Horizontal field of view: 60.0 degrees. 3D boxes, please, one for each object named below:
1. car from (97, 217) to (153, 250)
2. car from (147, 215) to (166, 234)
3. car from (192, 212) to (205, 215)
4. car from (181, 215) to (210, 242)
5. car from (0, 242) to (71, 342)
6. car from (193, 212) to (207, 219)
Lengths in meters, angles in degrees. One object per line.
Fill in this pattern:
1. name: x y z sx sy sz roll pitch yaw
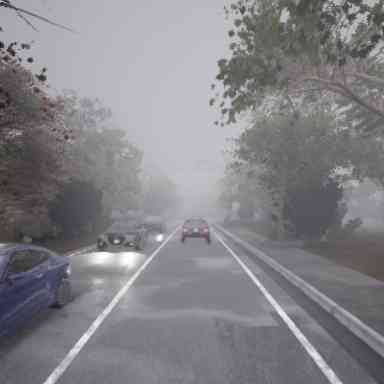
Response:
1. car: -3.473 2.200 17.334 1.994 1.385 4.181 0 -3 1
2. car: -3.380 2.815 29.633 1.882 1.535 5.008 0 -3 1
3. car: 0.655 3.868 47.618 2.128 1.511 4.902 0 -3 2
4. car: 0.232 2.468 22.166 2.033 1.411 5.357 0 -3 0
5. car: -3.567 1.642 5.630 1.812 1.442 4.674 0 -2 0
6. car: 1.895 5.487 78.409 2.128 1.511 4.902 0 -3 14
